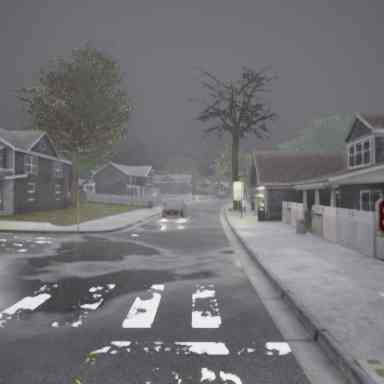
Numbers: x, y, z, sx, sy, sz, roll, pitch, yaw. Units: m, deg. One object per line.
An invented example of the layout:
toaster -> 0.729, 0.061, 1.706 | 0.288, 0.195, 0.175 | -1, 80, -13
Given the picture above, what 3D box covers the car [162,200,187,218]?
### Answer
car -> -1.537, 1.506, 30.712 | 1.882, 1.535, 5.008 | 0, 0, 4
